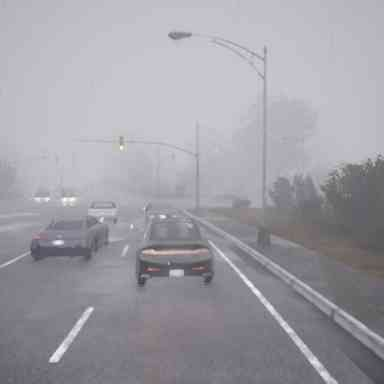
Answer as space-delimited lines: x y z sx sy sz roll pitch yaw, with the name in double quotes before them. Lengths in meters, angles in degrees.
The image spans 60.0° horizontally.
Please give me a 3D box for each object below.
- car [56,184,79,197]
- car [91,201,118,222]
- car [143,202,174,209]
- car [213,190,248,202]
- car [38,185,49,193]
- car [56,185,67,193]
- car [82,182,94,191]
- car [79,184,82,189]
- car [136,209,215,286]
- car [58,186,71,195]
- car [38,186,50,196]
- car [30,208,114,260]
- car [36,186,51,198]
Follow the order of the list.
"car" -19.936 0.017 53.044 2.128 1.511 4.902 -1 3 -26
"car" -6.177 1.302 23.412 1.895 1.301 4.718 0 2 -12
"car" -2.019 1.330 20.850 2.033 1.411 5.357 0 2 -10
"car" 5.170 0.501 44.789 4.902 1.511 2.128 1 2 -22
"car" -30.904 -0.566 69.086 2.128 1.511 4.902 -1 2 -25
"car" -27.977 -0.670 71.092 1.837 1.490 4.892 -1 2 -25
"car" -25.698 -1.382 82.799 2.150 2.045 5.566 -1 2 -25
"car" -28.860 -1.070 81.309 1.882 1.535 5.008 -1 2 -25
"car" -0.543 1.495 9.523 2.128 1.511 4.902 0 1 -5
"car" -23.691 -0.341 61.759 1.882 1.535 5.008 -1 2 -24
"car" -26.572 -0.230 59.629 1.837 1.490 4.892 -1 2 -24
"car" -4.382 1.543 12.533 1.994 1.385 4.181 0 1 -4
"car" -23.013 0.152 51.475 1.994 1.385 4.181 -1 2 -23
